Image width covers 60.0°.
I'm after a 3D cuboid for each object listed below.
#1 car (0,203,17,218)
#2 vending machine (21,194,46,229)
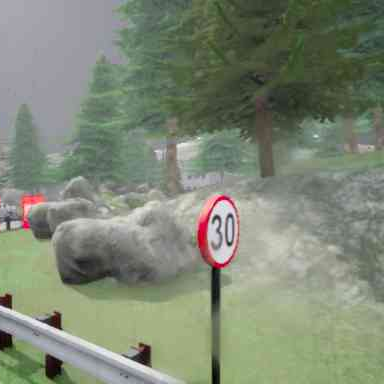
[{"bbox_3d":[-15.722,1.514,25.417,1.812,1.442,4.674,0,0,23],"label":"car"},{"bbox_3d":[-9.908,1.186,20.767,1.100,2.100,0.880,0,0,12],"label":"vending machine"}]
